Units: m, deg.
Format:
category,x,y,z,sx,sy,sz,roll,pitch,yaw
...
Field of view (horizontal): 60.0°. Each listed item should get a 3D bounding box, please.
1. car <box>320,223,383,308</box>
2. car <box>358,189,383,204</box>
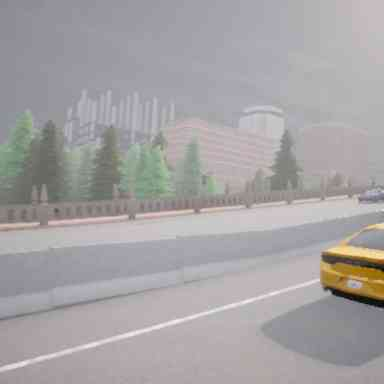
category,x,y,z,sx,sy,sz,roll,pitch,yaw
car,4.894,1.404,7.340,5.008,1.535,1.882,-2,1,-35
car,19.561,0.394,35.483,4.674,1.442,1.812,-3,1,-36
